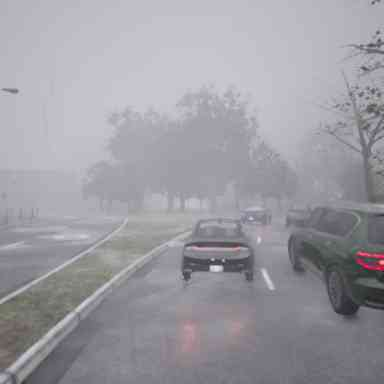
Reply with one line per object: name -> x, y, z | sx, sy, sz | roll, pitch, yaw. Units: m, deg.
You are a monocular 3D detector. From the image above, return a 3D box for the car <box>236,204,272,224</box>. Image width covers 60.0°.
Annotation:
car -> 5.000, 1.756, 25.688 | 1.812, 1.442, 4.674 | -1, -1, 21

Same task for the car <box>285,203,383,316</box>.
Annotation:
car -> 3.812, 1.253, 7.656 | 2.150, 2.045, 5.566 | 0, 0, 4

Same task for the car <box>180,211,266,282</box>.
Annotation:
car -> 0.828, 1.540, 9.984 | 2.128, 1.511, 4.902 | 0, 0, 6

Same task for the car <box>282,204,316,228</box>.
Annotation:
car -> 7.969, 1.678, 24.388 | 2.128, 1.511, 4.902 | -1, -1, 21

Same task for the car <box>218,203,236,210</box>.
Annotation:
car -> 8.031, 3.196, 71.867 | 5.008, 1.535, 1.882 | -1, -2, 21
